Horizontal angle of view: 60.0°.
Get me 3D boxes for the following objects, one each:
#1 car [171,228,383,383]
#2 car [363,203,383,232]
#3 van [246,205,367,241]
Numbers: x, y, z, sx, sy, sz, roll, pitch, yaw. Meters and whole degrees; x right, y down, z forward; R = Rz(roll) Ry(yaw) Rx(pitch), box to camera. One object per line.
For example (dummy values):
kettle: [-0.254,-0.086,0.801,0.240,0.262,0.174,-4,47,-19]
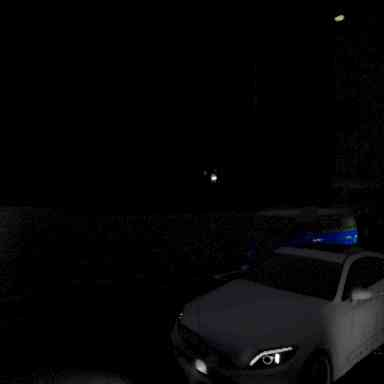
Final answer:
car: [1.858,1.556,5.017,4.674,1.442,1.812,0,-1,-41]
car: [7.624,1.377,13.373,5.009,1.841,2.192,0,-1,-40]
van: [3.283,1.399,9.714,3.998,1.788,1.690,0,-1,-40]
